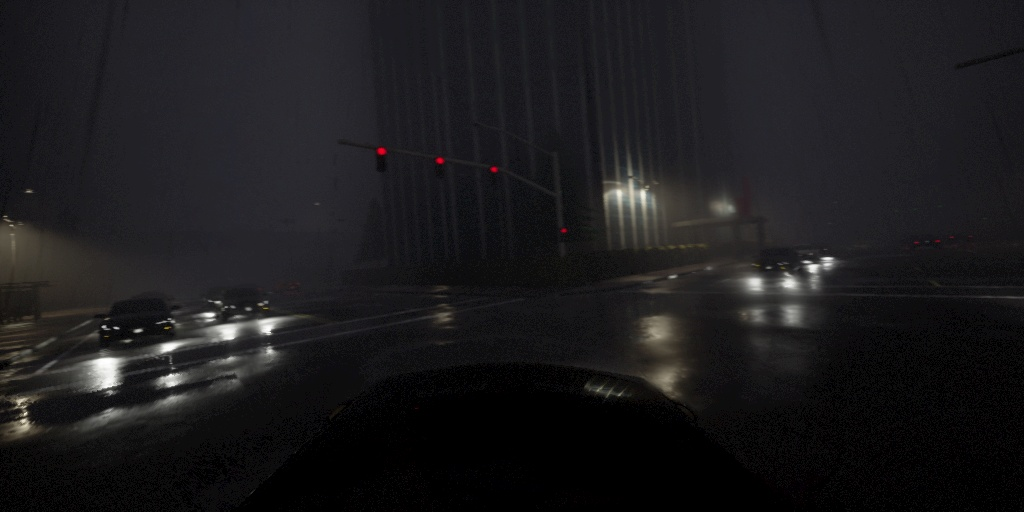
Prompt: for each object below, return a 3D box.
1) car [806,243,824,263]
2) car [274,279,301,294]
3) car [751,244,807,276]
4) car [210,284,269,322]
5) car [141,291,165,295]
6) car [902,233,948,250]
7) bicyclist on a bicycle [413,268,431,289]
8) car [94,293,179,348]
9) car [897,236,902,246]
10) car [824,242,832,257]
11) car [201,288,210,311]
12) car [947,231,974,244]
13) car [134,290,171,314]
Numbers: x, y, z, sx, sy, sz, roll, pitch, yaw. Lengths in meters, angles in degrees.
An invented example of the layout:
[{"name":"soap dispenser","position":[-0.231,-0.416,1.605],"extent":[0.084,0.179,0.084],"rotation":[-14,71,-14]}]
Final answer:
[{"name":"car","position":[22.352,-0.212,27.616],"extent":[4.674,1.442,1.812],"rotation":[-4,-1,-44]},{"name":"car","position":[-25.549,3.391,40.688],"extent":[1.882,1.535,5.008],"rotation":[-4,-1,-43]},{"name":"car","position":[15.195,0.251,20.528],"extent":[4.892,1.490,1.837],"rotation":[-4,-1,-45]},{"name":"car","position":[-14.140,2.420,18.682],"extent":[1.837,1.490,4.892],"rotation":[-4,-1,-44]},{"name":"car","position":[-20.818,2.902,20.555],"extent":[1.882,1.535,5.008],"rotation":[-4,-1,-44]},{"name":"car","position":[38.408,-1.345,33.470],"extent":[2.033,1.411,5.357],"rotation":[-5,-1,44]},{"name":"bicyclist on a bicycle","position":[-7.251,1.771,28.753],"extent":[1.656,1.620,0.582],"rotation":[-4,0,-44]},{"name":"car","position":[-14.236,2.394,13.756],"extent":[1.837,1.490,4.892],"rotation":[-4,-1,-44]},{"name":"car","position":[47.532,-2.016,42.704],"extent":[4.902,1.511,2.128],"rotation":[-4,-1,-45]},{"name":"car","position":[29.640,-0.630,34.758],"extent":[4.718,1.301,1.895],"rotation":[-4,-1,-45]},{"name":"car","position":[-20.531,2.940,25.295],"extent":[1.837,1.490,4.892],"rotation":[-4,-1,-44]},{"name":"car","position":[50.226,-2.123,40.446],"extent":[4.718,1.301,1.895],"rotation":[-4,-1,-45]},{"name":"car","position":[-27.928,3.509,27.954],"extent":[1.837,1.490,4.892],"rotation":[-4,-1,-43]}]
